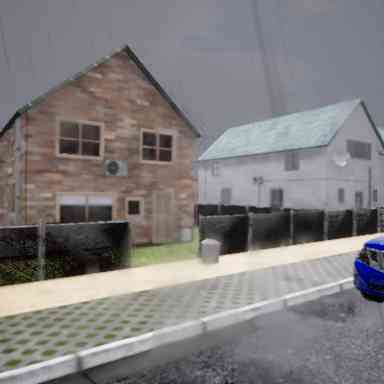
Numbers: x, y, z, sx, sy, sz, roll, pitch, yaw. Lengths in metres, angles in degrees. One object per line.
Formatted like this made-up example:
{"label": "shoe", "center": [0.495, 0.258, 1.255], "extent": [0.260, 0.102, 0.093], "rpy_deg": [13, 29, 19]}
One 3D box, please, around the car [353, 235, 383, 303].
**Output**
{"label": "car", "center": [5.803, 1.252, 7.175], "extent": [5.566, 2.045, 2.150], "rpy_deg": [1, 0, -35]}
